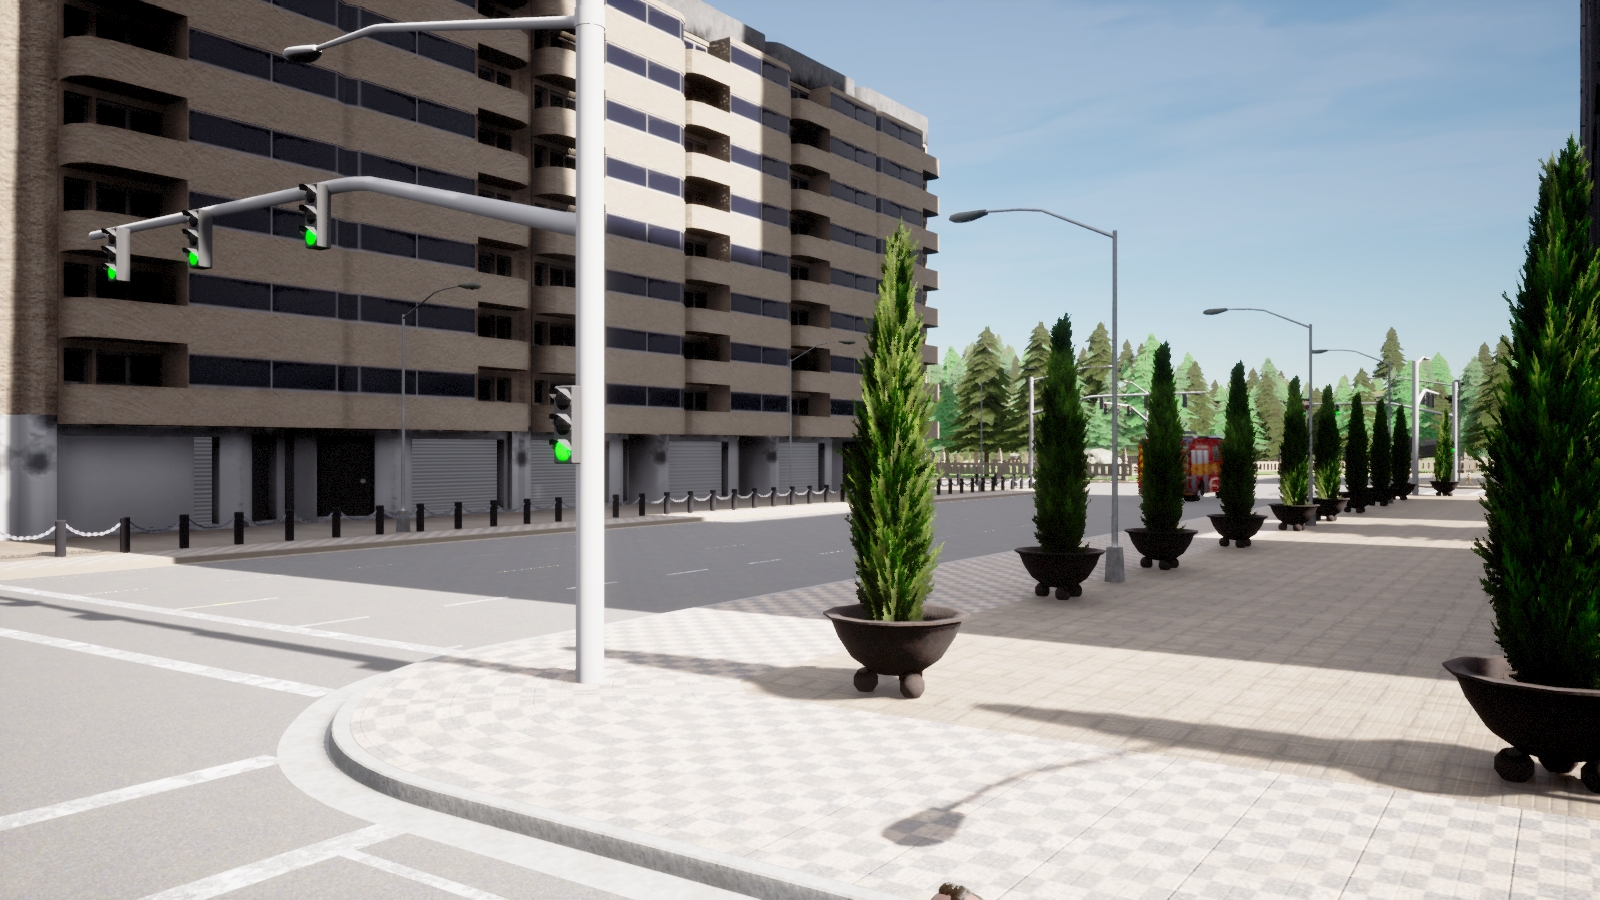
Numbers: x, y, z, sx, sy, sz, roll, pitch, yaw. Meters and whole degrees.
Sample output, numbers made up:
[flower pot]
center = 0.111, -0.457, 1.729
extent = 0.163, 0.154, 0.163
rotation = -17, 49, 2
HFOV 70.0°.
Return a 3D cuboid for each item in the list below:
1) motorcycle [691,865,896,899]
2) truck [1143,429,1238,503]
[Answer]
[motorcycle]
center = 0.516, 2.205, 3.364
extent = 2.209, 1.251, 0.867
rotation = 0, 0, 34
[truck]
center = 22.014, 0.836, 64.058
extent = 2.891, 3.827, 8.468
rotation = 0, 0, 34
